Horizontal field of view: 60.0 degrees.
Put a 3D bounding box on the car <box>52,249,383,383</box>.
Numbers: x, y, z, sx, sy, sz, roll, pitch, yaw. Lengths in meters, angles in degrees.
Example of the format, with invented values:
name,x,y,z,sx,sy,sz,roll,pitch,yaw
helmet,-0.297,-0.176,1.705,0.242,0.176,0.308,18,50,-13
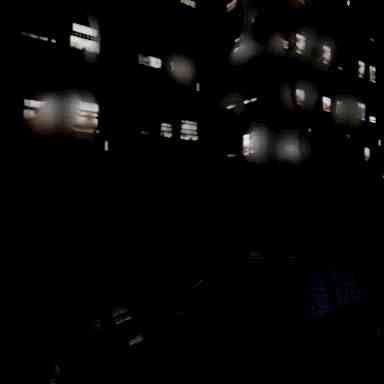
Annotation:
name,x,y,z,sx,sy,sz,roll,pitch,yaw
car,1.114,1.560,4.481,5.357,1.411,2.033,0,0,-36

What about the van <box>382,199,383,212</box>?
name,x,y,z,sx,sy,sz,roll,pitch,yaw
van,25.123,1.783,45.402,1.690,1.788,3.998,-1,0,-36
